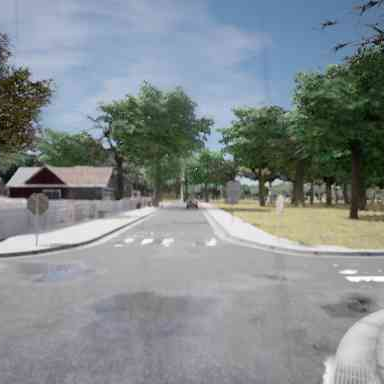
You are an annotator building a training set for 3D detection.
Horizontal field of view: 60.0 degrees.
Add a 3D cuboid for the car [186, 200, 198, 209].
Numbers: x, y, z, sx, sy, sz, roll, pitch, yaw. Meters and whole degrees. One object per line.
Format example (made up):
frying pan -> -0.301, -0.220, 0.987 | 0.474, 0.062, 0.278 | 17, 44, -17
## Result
car -> 0.031, 2.009, 53.887 | 1.812, 1.442, 4.674 | 0, -1, 0
